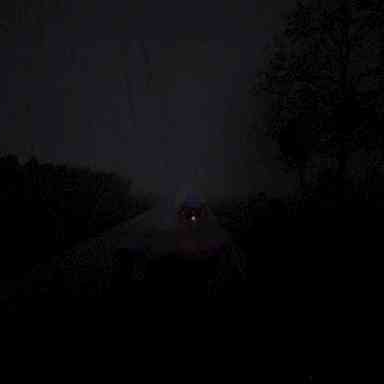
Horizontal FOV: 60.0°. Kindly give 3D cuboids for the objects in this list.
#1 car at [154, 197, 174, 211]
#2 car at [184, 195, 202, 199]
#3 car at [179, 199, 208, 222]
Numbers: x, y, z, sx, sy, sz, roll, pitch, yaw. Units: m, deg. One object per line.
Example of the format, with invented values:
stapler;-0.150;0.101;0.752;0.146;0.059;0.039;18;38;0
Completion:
car;-2.849;1.233;35.473;2.033;1.411;5.357;0;1;0
car;0.092;1.126;39.237;1.882;1.535;5.008;0;1;0
car;0.097;1.396;23.803;1.895;1.301;4.718;0;1;0
